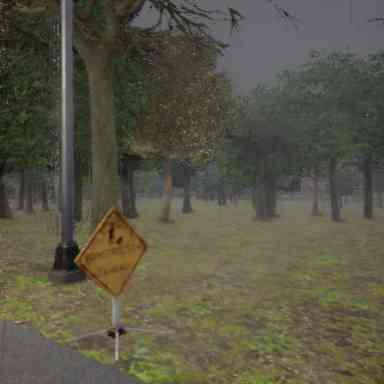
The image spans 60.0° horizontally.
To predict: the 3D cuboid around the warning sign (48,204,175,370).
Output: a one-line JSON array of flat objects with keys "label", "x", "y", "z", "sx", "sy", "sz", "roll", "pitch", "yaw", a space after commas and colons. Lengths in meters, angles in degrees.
[{"label": "warning sign", "x": -1.092, "y": 1.131, "z": 4.685, "sx": 1.060, "sy": 1.860, "sz": 1.300, "roll": -2, "pitch": 0, "yaw": 35}]
